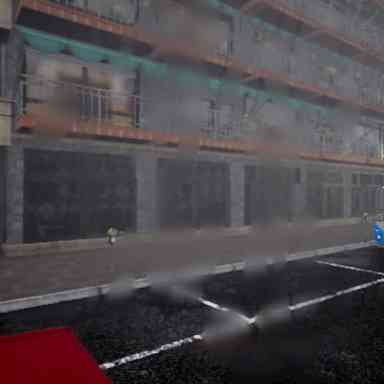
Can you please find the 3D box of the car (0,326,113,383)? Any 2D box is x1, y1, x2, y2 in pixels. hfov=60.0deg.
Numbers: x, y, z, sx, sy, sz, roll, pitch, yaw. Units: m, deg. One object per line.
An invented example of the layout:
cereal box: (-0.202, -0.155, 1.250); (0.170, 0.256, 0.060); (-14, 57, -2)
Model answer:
car: (-2.687, 1.596, 1.463); (4.718, 1.301, 1.895); (0, 0, -36)

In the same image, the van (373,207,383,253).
van: (8.504, 1.397, 12.626); (3.998, 1.788, 1.690); (0, 0, -35)
